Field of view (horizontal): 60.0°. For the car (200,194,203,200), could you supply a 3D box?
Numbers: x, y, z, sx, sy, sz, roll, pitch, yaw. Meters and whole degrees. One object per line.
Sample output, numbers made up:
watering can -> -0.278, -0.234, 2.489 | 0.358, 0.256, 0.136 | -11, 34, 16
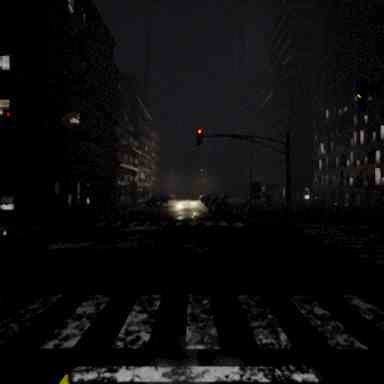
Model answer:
car -> 2.831, 1.369, 64.303 | 1.967, 1.590, 4.097 | -1, 0, 0

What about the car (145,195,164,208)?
car -> -5.565, 1.523, 47.358 | 1.947, 1.339, 4.313 | -1, 0, 0

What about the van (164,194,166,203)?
van -> -5.551, 1.290, 53.004 | 1.690, 1.788, 3.998 | -1, 0, 0

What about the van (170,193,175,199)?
van -> -5.484, 1.247, 75.589 | 1.690, 1.788, 3.998 | -1, 0, 0

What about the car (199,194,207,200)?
car -> 2.934, 1.319, 86.887 | 1.967, 1.590, 4.097 | -1, 0, 0

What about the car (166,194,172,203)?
car -> -5.515, 1.474, 64.295 | 1.887, 1.381, 4.507 | -1, 0, 0

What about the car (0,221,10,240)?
car -> -10.321, 1.468, 13.798 | 4.902, 1.511, 2.128 | 0, 1, -7

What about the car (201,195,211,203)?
car -> 2.854, 1.358, 69.949 | 1.967, 1.590, 4.097 | -1, 0, 0

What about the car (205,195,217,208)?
car -> 2.748, 1.412, 36.075 | 1.967, 1.590, 4.097 | -1, 0, 0

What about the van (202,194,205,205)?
van -> 2.780, 1.298, 47.366 | 1.690, 1.788, 3.998 | -1, 0, 0

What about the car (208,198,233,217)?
car -> 2.733, 1.524, 30.429 | 1.887, 1.381, 4.507 | -1, 0, 0
